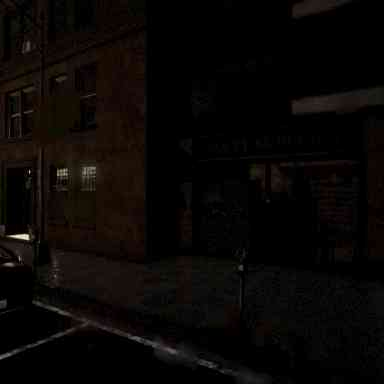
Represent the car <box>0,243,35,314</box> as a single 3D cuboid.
[{"bbox_3d":[-4.816,1.550,6.504,4.403,1.369,2.008,0,0,35],"label":"car"}]
